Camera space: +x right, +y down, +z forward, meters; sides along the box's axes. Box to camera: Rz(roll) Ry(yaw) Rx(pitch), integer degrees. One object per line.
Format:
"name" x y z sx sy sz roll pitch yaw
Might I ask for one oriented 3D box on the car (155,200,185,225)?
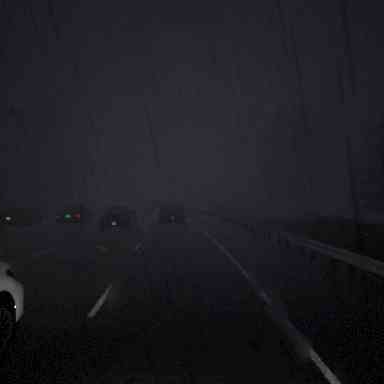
"car" -1.610 1.597 24.981 1.882 1.535 5.008 0 0 -7

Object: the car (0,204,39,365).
"car" -3.506 1.239 2.524 2.150 2.045 5.566 0 0 -1

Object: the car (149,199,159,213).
"car" -4.209 1.676 40.973 1.882 1.535 5.008 0 0 -11

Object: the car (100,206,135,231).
"car" -4.689 1.632 21.226 1.812 1.442 4.674 0 0 -6

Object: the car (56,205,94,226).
"car" -8.590 1.676 24.720 2.033 1.411 5.357 0 0 -7

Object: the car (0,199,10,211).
"car" -27.121 1.783 46.473 1.812 1.442 4.674 0 -1 -14

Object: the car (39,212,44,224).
"car" -11.978 1.691 23.346 1.994 1.385 4.181 0 0 -7
